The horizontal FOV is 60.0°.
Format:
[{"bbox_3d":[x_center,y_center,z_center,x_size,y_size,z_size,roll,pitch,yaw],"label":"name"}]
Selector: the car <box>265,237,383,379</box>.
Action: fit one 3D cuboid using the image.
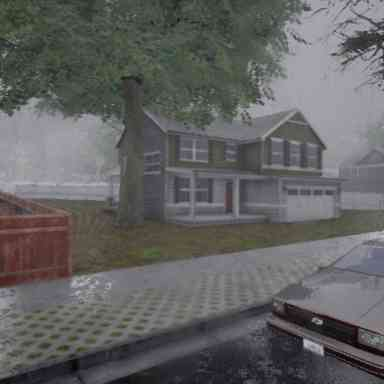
[{"bbox_3d":[3.683,1.537,5.691,5.357,1.411,2.033,0,0,-35],"label":"car"}]
